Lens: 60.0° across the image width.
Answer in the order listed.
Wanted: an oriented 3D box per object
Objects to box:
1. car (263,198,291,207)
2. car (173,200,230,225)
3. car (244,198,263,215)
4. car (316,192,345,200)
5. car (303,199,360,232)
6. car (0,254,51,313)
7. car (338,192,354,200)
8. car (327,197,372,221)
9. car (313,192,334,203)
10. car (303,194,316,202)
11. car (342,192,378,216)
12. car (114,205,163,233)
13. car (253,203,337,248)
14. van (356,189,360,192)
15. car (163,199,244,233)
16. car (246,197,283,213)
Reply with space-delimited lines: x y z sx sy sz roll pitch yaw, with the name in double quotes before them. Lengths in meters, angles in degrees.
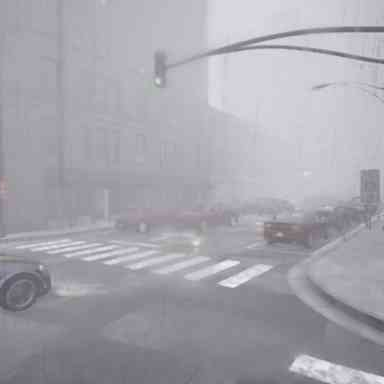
"car" 6.992 1.276 27.665 1.994 1.385 4.181 0 1 36
"car" 0.783 1.368 23.537 1.887 1.381 4.507 1 1 35
"car" 3.977 1.290 28.020 1.887 1.381 4.507 1 1 35
"car" 17.910 1.013 42.914 1.994 1.385 4.181 0 0 36
"car" 7.726 1.335 18.590 2.008 1.369 4.403 1 1 35
"car" -4.750 1.609 5.854 1.994 1.385 4.181 0 0 35
"car" 29.529 0.684 63.886 2.008 1.369 4.403 1 1 35
"car" 10.920 1.271 23.073 1.947 1.339 4.313 1 1 35
"car" 19.947 0.799 50.434 1.967 1.590 4.097 1 1 35
"car" 16.753 0.980 45.953 1.887 1.381 4.507 1 1 35
"car" 14.114 1.068 27.554 1.967 1.590 4.097 1 1 35
"car" -2.411 1.446 19.053 1.887 1.381 4.507 1 1 35
"car" 4.532 1.407 14.106 1.887 1.381 4.507 1 1 35
"van" 39.110 0.255 77.333 1.690 1.788 3.998 1 1 35
"car" 0.817 1.341 19.014 1.882 1.535 5.008 0 1 36
"car" 7.171 1.233 32.503 1.947 1.339 4.313 1 1 35
